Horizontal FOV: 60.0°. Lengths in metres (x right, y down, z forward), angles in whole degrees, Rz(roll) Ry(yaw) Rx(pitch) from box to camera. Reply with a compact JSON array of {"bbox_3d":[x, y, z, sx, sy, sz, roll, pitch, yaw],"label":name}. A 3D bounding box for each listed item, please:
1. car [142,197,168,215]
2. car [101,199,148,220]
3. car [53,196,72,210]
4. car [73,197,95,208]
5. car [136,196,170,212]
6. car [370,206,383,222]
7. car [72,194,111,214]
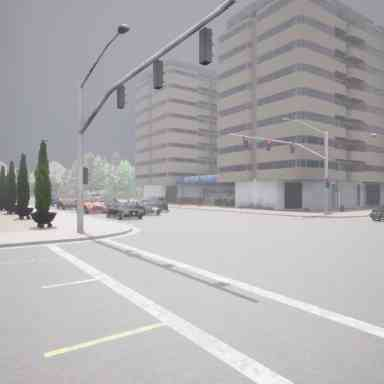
[{"bbox_3d":[-4.811,1.492,32.993,2.128,1.511,4.902,0,0,-35],"label":"car"},{"bbox_3d":[-5.788,1.564,28.270,1.994,1.385,4.181,0,0,-35],"label":"car"},{"bbox_3d":[-16.384,1.526,43.536,1.812,1.442,4.674,0,0,-35],"label":"car"},{"bbox_3d":[-15.943,1.505,49.045,1.837,1.490,4.892,0,0,-34],"label":"car"},{"bbox_3d":[-4.686,1.352,39.301,2.097,1.767,4.553,0,0,-35],"label":"car"},{"bbox_3d":[15.783,1.507,25.041,4.892,1.490,1.837,1,1,-18],"label":"car"},{"bbox_3d":[-10.744,1.352,35.403,2.097,1.767,4.553,0,0,-35],"label":"car"}]
